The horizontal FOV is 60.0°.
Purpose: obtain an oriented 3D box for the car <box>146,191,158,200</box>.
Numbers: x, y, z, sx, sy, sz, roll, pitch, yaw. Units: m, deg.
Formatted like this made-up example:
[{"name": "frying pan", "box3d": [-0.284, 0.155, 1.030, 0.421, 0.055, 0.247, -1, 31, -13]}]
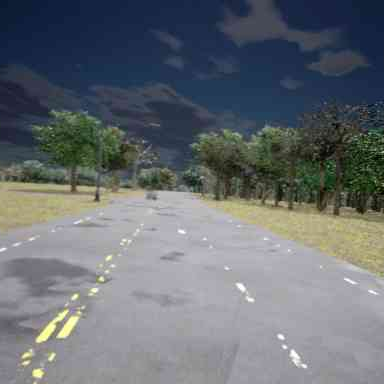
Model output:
[{"name": "car", "box3d": [-7.613, 0.666, 63.235, 1.837, 1.490, 4.892, 3, 3, -3]}]
